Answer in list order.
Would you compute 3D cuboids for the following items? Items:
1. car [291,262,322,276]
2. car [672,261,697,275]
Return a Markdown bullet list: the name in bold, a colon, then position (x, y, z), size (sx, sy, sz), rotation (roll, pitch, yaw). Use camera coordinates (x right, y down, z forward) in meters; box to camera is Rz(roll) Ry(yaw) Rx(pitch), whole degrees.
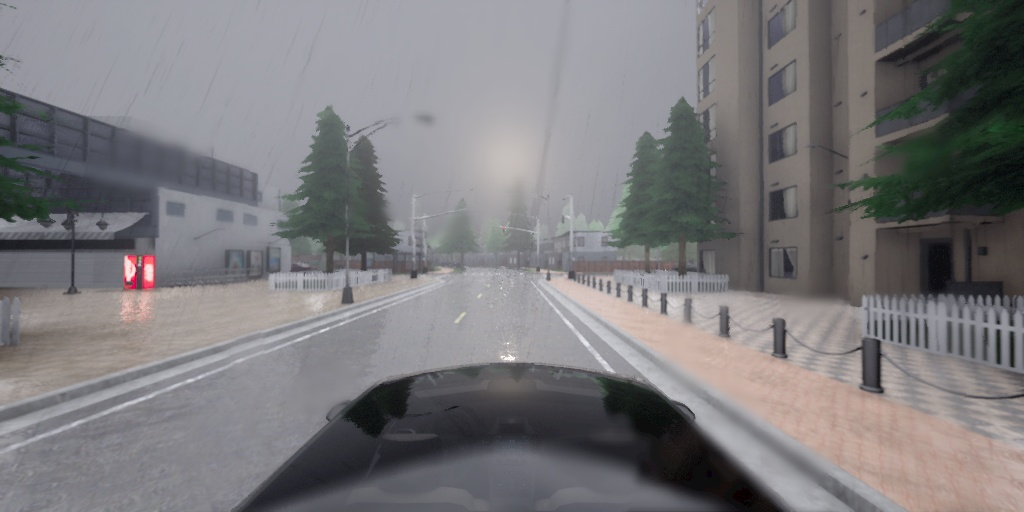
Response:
- **car**: position (-24.013, 1.417, 40.228), size (5.008, 1.535, 1.882), rotation (0, -1, 2)
- **car**: position (19.969, 1.281, 38.951), size (4.553, 1.767, 2.097), rotation (0, -1, 2)
